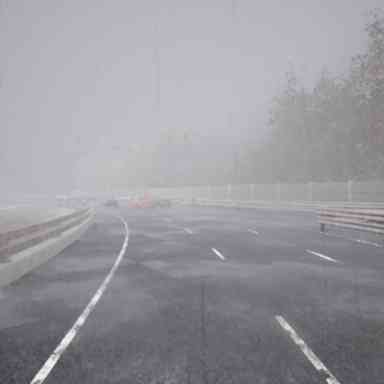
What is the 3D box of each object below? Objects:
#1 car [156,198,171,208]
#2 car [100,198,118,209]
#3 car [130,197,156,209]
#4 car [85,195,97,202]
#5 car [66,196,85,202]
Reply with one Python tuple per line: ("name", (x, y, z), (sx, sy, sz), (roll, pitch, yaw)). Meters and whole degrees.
("car", (-4.678, 1.556, 49.000), (2.128, 1.511, 4.902), (0, 0, -26))
("car", (-11.980, 1.598, 47.974), (1.837, 1.490, 4.892), (0, 0, -27))
("car", (-7.018, 1.421, 45.709), (2.097, 1.767, 4.553), (0, 0, -25))
("car", (-23.829, 1.480, 76.748), (4.892, 1.490, 1.837), (0, 0, 44))
("car", (-26.387, 1.540, 74.359), (4.181, 1.385, 1.994), (0, 0, 44))
